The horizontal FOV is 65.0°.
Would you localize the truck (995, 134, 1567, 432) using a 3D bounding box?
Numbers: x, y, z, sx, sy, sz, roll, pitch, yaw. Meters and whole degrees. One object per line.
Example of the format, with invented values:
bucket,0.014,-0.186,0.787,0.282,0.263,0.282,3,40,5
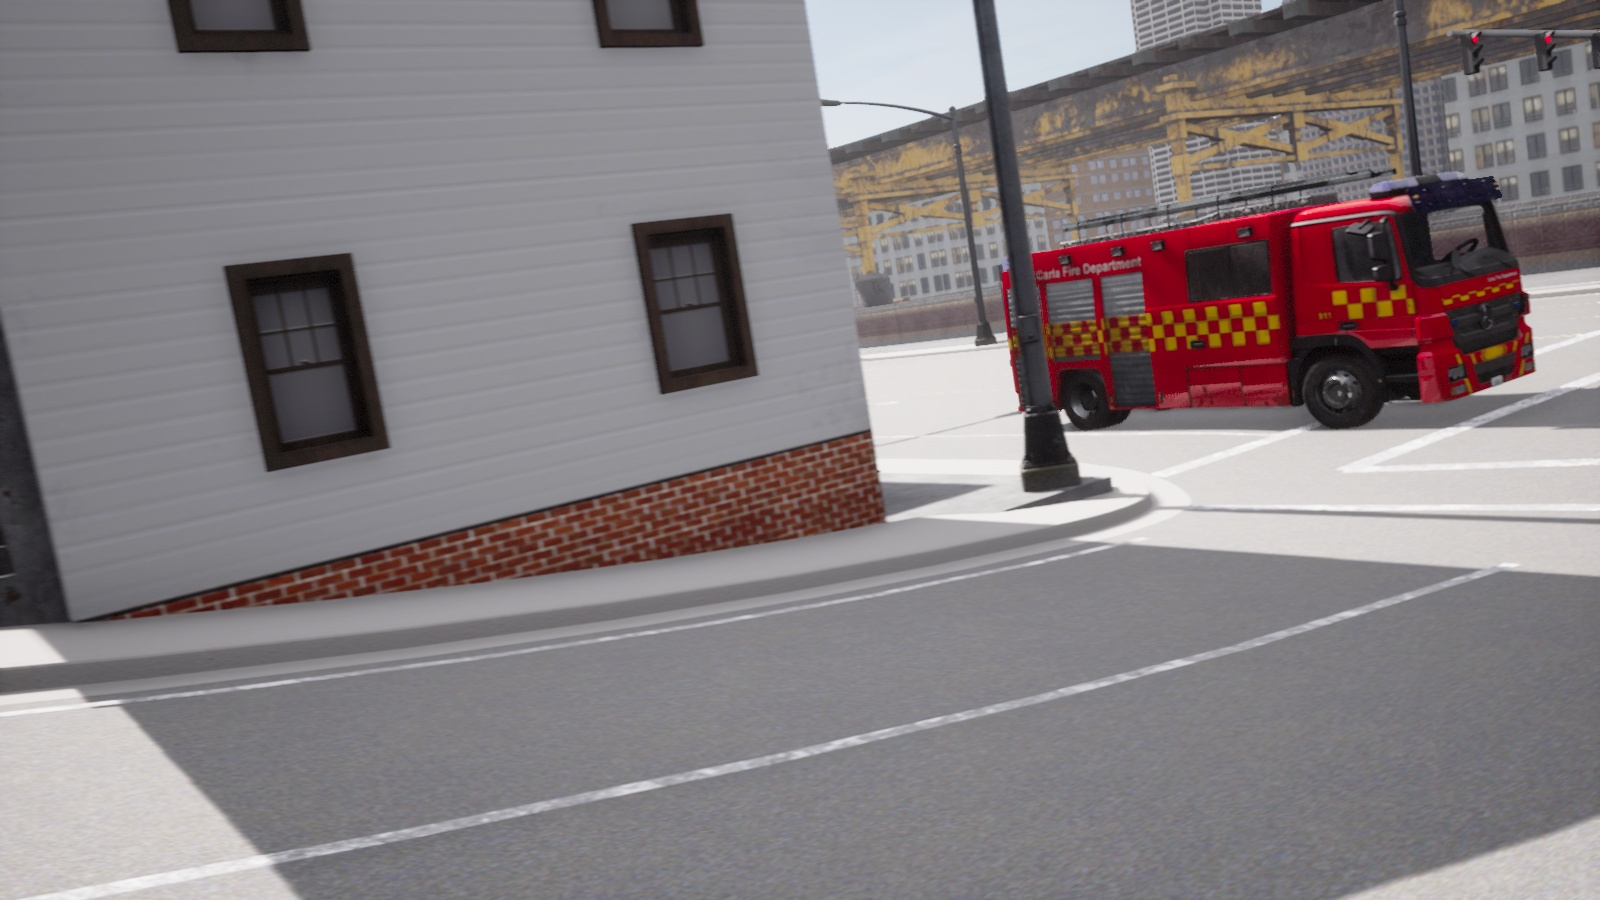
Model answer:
truck,7.579,-2.480,21.214,2.891,3.827,8.468,-14,8,-34
